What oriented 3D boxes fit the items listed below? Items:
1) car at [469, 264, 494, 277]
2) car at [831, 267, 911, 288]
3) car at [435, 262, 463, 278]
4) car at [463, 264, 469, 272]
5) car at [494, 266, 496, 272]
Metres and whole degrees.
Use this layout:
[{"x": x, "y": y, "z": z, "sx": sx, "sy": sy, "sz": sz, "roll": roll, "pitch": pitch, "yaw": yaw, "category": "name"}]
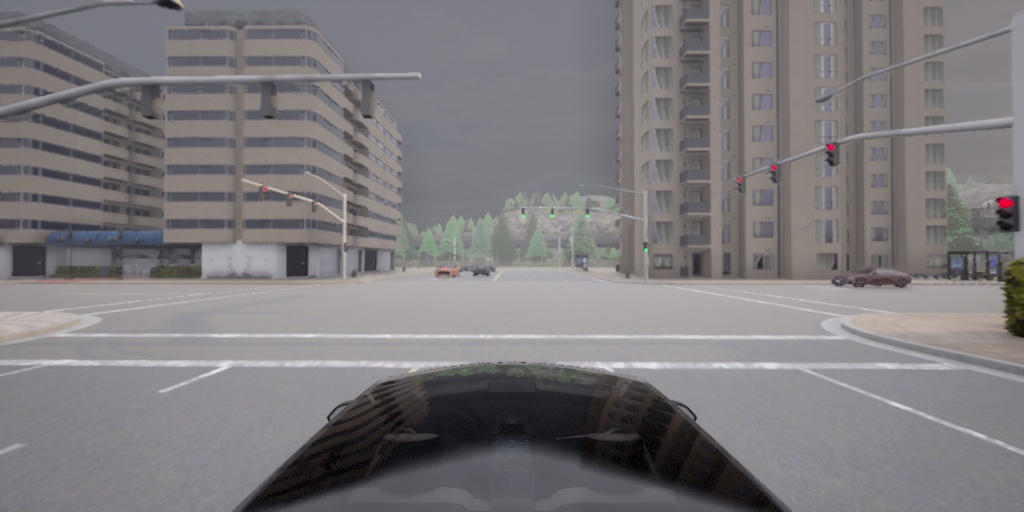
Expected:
[{"x": -3.579, "y": 1.776, "z": 42.722, "sx": 1.895, "sy": 1.301, "sz": 4.718, "roll": 0, "pitch": -1, "yaw": 0, "category": "car"}, {"x": 25.543, "y": 1.523, "z": 25.549, "sx": 4.674, "sy": 1.442, "sz": 1.812, "roll": 0, "pitch": -1, "yaw": 0, "category": "car"}, {"x": -7.085, "y": 1.495, "z": 39.501, "sx": 2.097, "sy": 1.767, "sz": 4.553, "roll": 0, "pitch": -1, "yaw": 0, "category": "car"}, {"x": -7.047, "y": 1.885, "z": 56.734, "sx": 1.994, "sy": 1.385, "sz": 4.181, "roll": 0, "pitch": -1, "yaw": 0, "category": "car"}, {"x": -3.554, "y": 1.910, "z": 55.628, "sx": 1.895, "sy": 1.301, "sz": 4.718, "roll": 0, "pitch": -1, "yaw": 0, "category": "car"}]
